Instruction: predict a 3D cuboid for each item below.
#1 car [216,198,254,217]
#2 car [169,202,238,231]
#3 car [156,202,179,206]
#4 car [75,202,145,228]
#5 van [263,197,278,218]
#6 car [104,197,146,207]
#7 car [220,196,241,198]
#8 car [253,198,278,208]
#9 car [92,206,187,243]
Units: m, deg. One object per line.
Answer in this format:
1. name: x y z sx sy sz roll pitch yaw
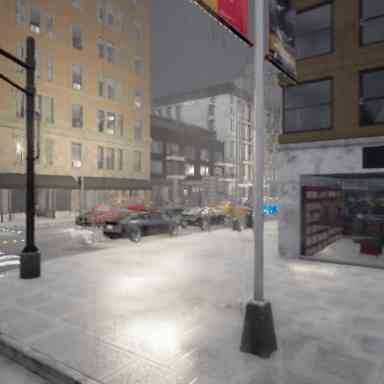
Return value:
1. car: 3.155 1.524 28.732 1.882 1.535 5.008 0 0 36
2. car: 0.844 1.602 21.152 2.008 1.369 4.403 0 0 36
3. car: -2.360 1.601 30.437 1.947 1.339 4.313 0 0 36
4. car: -5.457 1.604 21.791 1.994 1.385 4.181 0 0 36
5. van: 7.461 1.393 30.341 1.690 1.788 3.998 0 0 36
6. car: -5.668 1.350 25.842 2.192 1.841 5.009 0 0 36
7. car: 4.258 1.351 39.626 2.192 1.841 5.009 0 0 36
8. car: 10.874 1.588 48.815 2.008 1.369 4.403 0 0 36
9. car: -2.465 1.617 16.558 1.947 1.339 4.313 0 0 36
